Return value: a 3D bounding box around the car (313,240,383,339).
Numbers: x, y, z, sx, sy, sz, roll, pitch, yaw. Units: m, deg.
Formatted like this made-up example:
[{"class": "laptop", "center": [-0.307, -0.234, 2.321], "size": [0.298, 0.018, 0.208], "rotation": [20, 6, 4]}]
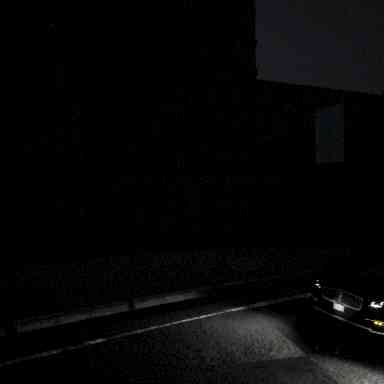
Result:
[{"class": "car", "center": [4.438, 1.492, 6.030], "size": [4.892, 1.490, 1.837], "rotation": [0, 0, -24]}]
